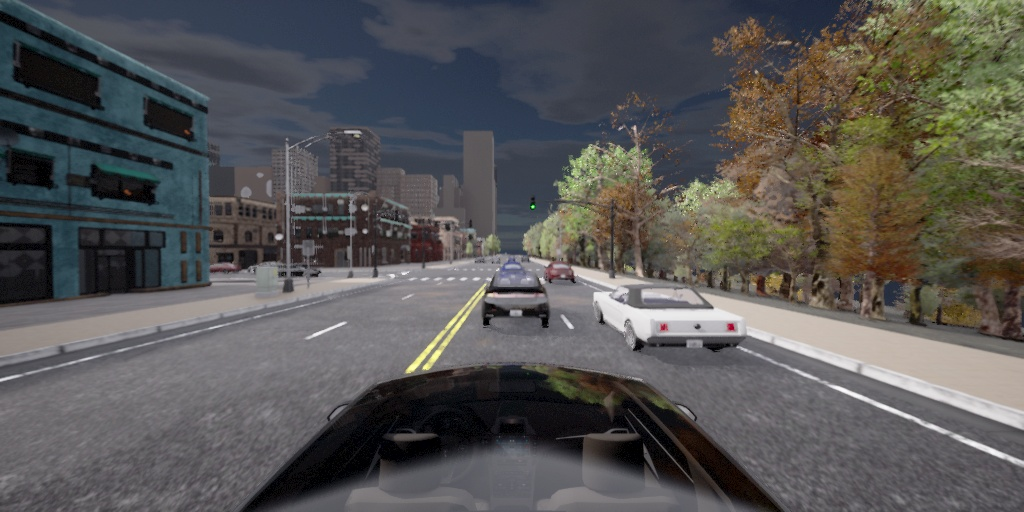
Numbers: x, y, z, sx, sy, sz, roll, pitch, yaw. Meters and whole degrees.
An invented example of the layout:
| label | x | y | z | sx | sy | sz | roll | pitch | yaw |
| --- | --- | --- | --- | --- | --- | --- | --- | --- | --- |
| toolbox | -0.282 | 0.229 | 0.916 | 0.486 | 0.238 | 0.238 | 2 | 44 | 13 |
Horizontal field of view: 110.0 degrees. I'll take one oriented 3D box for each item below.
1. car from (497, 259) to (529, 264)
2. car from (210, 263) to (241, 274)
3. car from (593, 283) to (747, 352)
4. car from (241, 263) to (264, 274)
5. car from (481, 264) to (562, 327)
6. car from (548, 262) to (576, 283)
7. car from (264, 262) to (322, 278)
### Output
| label | x | y | z | sx | sy | sz | roll | pitch | yaw |
| --- | --- | --- | --- | --- | --- | --- | --- | --- | --- |
| car | 0.003 | 1.135 | 25.721 | 1.812 | 1.442 | 4.674 | 0 | 0 | -2 |
| car | -33.820 | 1.424 | 41.724 | 4.207 | 1.307 | 1.802 | 0 | 0 | 0 |
| car | 3.349 | 1.310 | 8.779 | 1.895 | 1.301 | 4.718 | 0 | 0 | 0 |
| car | -28.284 | 1.330 | 41.717 | 4.403 | 1.370 | 2.007 | 0 | 0 | 0 |
| car | 0.098 | 1.185 | 11.274 | 2.128 | 1.511 | 4.902 | 0 | 0 | 0 |
| car | 3.349 | 1.135 | 25.726 | 1.812 | 1.442 | 4.674 | 0 | 0 | 0 |
| car | -19.951 | 1.383 | 33.206 | 4.313 | 1.339 | 1.948 | 0 | 0 | 0 |
